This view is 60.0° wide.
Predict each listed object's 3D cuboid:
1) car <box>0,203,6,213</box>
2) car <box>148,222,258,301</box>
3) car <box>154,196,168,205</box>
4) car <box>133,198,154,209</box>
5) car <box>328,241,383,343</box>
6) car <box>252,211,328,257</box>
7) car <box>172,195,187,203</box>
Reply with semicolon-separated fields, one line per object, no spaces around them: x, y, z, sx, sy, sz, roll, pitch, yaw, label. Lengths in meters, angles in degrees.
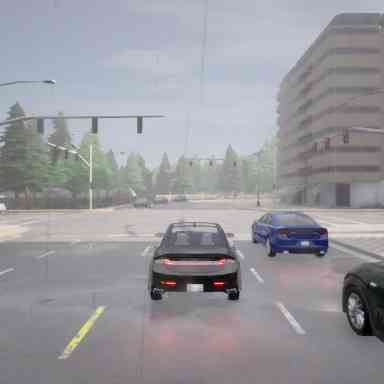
-22.247;1.581;35.265;4.674;1.442;1.812;0;0;0;car
0.067;1.492;8.341;2.128;1.511;4.902;0;0;0;car
-5.773;1.525;60.601;1.812;1.442;4.674;0;0;13;car
-6.976;1.526;46.695;1.812;1.442;4.674;0;0;2;car
3.600;1.352;3.835;2.097;1.767;4.553;0;0;0;car
3.585;1.478;12.987;1.882;1.535;5.008;0;0;0;car
-2.574;1.500;70.529;1.837;1.490;4.892;0;0;23;car
